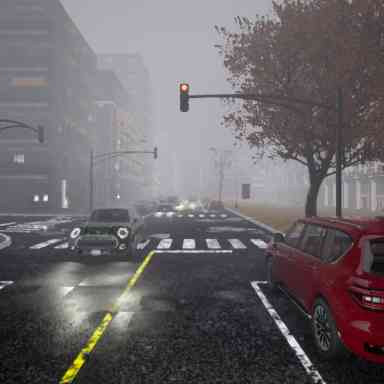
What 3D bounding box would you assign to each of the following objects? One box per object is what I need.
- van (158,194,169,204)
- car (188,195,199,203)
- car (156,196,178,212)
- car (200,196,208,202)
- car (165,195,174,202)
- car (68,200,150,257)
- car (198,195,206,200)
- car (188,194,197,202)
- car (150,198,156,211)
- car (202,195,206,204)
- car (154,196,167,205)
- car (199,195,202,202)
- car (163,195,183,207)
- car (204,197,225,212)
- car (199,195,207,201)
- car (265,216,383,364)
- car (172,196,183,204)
[{"bbox_3d":[-5.608,1.384,65.906,1.690,1.788,3.998,0,0,0],"label":"van"},{"bbox_3d":[0.184,1.648,69.261,1.895,1.301,4.718,0,0,0],"label":"car"},{"bbox_3d":[-3.050,1.560,39.534,2.033,1.411,5.357,0,0,0],"label":"car"},{"bbox_3d":[2.786,1.584,77.130,1.752,1.417,4.829,0,0,0],"label":"car"},{"bbox_3d":[-5.587,1.507,82.504,1.967,1.590,4.097,0,0,0],"label":"car"},{"bbox_3d":[-3.084,1.352,12.937,2.097,1.767,4.553,0,0,0],"label":"car"},{"bbox_3d":[2.807,1.638,93.558,2.008,1.369,4.403,0,0,0],"label":"car"},{"bbox_3d":[0.100,1.417,79.328,2.097,1.767,4.553,0,0,0],"label":"car"},{"bbox_3d":[-5.642,1.563,38.242,2.008,1.369,4.403,0,0,0],"label":"car"},{"bbox_3d":[2.752,1.548,49.467,1.752,1.417,4.829,0,0,0],"label":"car"},{"bbox_3d":[-5.614,1.476,60.373,1.967,1.590,4.097,0,0,0],"label":"car"},{"bbox_3d":[2.773,1.625,65.894,1.802,1.307,4.206,0,0,0],"label":"car"},{"bbox_3d":[-3.027,1.379,52.835,2.097,1.767,4.553,0,0,0],"label":"car"},{"bbox_3d":[2.738,1.557,38.231,1.887,1.381,4.507,0,0,0],"label":"car"},{"bbox_3d":[2.800,1.621,88.026,1.887,1.381,4.507,0,0,0],"label":"car"},{"bbox_3d":[2.699,1.315,5.843,2.192,1.841,5.009,0,0,0],"label":"car"},{"bbox_3d":[-2.925,1.524,68.172,1.882,1.535,5.008,0,0,0],"label":"car"}]
